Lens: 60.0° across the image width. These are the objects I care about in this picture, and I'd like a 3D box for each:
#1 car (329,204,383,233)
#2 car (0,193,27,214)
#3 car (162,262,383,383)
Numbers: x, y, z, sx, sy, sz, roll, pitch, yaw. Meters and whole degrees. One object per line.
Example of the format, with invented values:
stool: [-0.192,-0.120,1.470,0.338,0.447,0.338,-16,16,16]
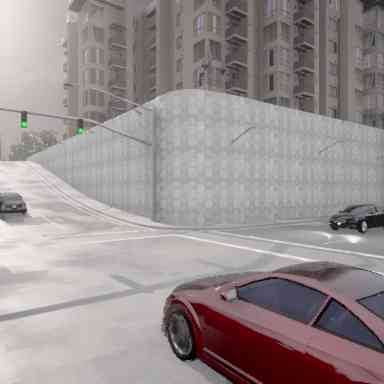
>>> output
car: [10.116,1.507,19.814,4.892,1.490,1.837,0,0,-36]
car: [-13.813,0.774,25.132,2.033,1.411,5.357,0,7,-36]
car: [1.364,1.566,4.017,1.994,1.385,4.181,0,0,-36]
